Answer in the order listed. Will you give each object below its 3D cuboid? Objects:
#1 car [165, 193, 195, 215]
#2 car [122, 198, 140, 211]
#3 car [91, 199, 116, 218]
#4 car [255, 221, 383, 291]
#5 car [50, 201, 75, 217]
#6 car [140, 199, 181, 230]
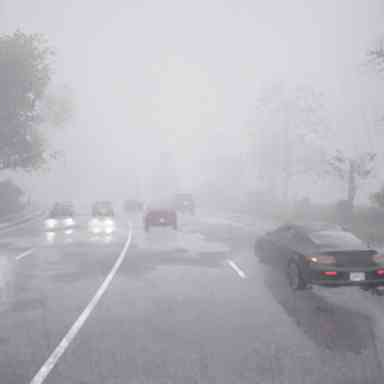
[{"bbox_3d":[-1.315,1.138,32.768,2.150,2.045,5.566,0,0,-16],"label":"car"},{"bbox_3d":[-6.941,1.387,38.726,1.882,1.535,5.008,0,0,-19],"label":"car"},{"bbox_3d":[-7.986,1.425,29.848,2.128,1.511,4.902,0,0,-16],"label":"car"},{"bbox_3d":[3.071,1.493,8.833,1.812,1.442,4.674,0,0,-5],"label":"car"},{"bbox_3d":[-11.694,1.538,30.219,1.895,1.301,4.718,0,0,-17],"label":"car"},{"bbox_3d":[-2.112,1.425,20.984,1.882,1.535,5.008,0,0,-10],"label":"car"}]
